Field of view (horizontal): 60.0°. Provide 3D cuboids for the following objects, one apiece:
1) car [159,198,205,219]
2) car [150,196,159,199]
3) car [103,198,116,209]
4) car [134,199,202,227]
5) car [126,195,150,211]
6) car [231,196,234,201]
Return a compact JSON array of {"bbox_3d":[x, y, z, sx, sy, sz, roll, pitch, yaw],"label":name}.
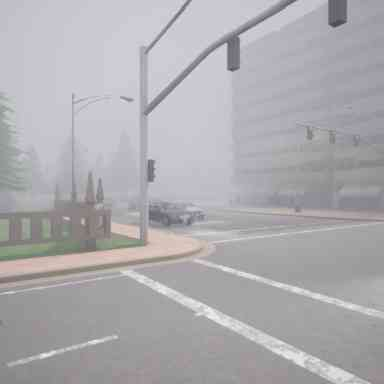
[{"bbox_3d":[-0.810,1.475,27.136,1.812,1.442,4.674,0,0,-32],"label":"car"},{"bbox_3d":[-7.182,1.434,60.174,1.882,1.535,5.008,0,0,14],"label":"car"},{"bbox_3d":[-11.460,1.497,45.185,2.033,1.411,5.357,0,0,-6],"label":"car"},{"bbox_3d":[-1.750,1.439,22.215,2.128,1.511,4.902,0,0,-33],"label":"car"},{"bbox_3d":[-6.578,1.441,39.156,2.128,1.511,4.902,0,0,-15],"label":"car"},{"bbox_3d":[11.458,1.476,81.127,4.674,1.442,1.812,0,0,-35],"label":"car"}]
